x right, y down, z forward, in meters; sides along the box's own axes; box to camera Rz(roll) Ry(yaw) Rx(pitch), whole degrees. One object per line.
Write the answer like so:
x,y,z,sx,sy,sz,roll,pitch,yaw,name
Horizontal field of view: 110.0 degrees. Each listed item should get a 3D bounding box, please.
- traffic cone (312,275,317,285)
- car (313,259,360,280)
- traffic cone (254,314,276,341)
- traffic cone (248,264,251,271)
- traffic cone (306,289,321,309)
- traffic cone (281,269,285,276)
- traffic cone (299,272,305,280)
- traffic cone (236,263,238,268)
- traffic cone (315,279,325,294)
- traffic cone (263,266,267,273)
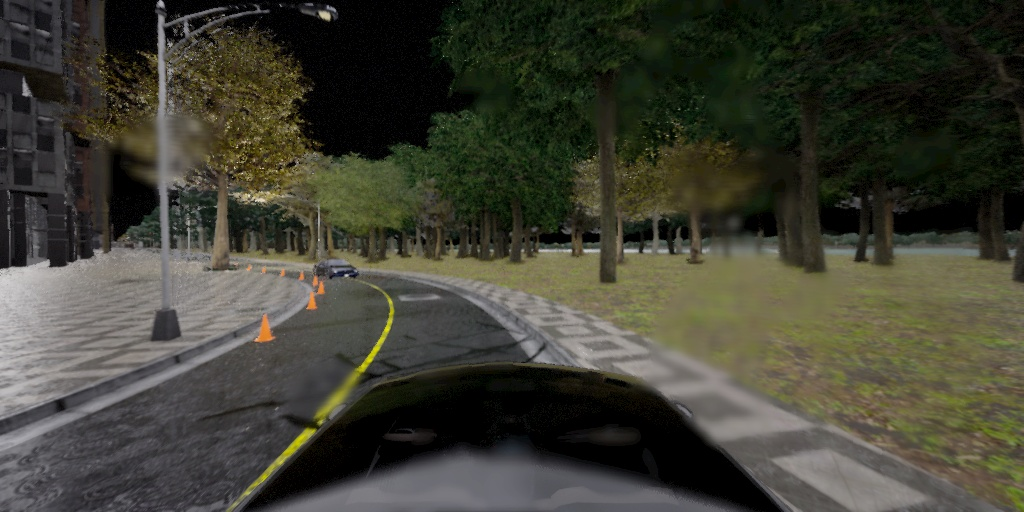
-11.547,1.405,21.090,0.340,0.580,0.340,0,0,-35,traffic cone
-12.902,0.896,26.067,2.033,1.411,5.357,-1,1,-42,car
-5.802,1.667,8.441,0.340,0.580,0.340,0,0,-14,traffic cone
-25.355,1.103,34.615,0.340,0.580,0.340,0,0,42,traffic cone
-7.177,1.580,12.888,0.340,0.580,0.340,0,0,-21,traffic cone
-17.867,1.257,27.986,0.340,0.580,0.340,0,0,41,traffic cone
-14.471,1.330,24.713,0.340,0.580,0.340,0,0,-42,traffic cone
-29.099,1.014,37.928,0.340,0.580,0.340,0,0,42,traffic cone
-9.104,1.489,17.126,0.340,0.580,0.340,0,0,-28,traffic cone
-21.611,1.181,31.300,0.340,0.580,0.340,0,0,42,traffic cone
